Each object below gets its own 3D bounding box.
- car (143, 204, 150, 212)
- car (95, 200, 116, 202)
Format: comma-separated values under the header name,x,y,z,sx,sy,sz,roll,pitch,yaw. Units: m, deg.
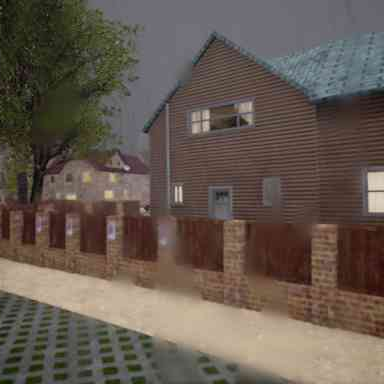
name,x,y,z,sx,sy,sz,roll,pitch,yaw
car,-3.516,1.553,37.954,1.895,1.301,4.718,-2,0,29
car,-8.100,1.512,29.808,1.837,1.490,4.892,-2,-1,29
